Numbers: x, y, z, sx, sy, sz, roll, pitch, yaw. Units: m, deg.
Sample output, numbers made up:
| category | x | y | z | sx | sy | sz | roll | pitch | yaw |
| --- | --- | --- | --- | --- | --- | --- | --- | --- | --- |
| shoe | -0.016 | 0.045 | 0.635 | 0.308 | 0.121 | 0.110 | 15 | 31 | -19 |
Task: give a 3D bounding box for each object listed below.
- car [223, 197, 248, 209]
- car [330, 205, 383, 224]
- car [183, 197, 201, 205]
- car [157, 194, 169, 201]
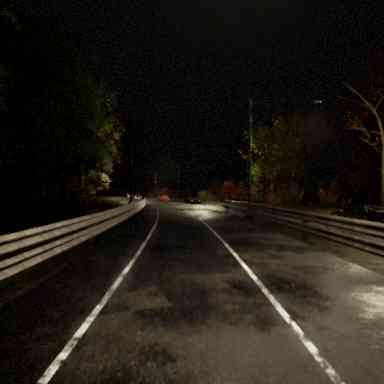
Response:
| category | x | y | z | sx | sy | sz | roll | pitch | yaw |
| --- | --- | --- | --- | --- | --- | --- | --- | --- | --- |
| car | 5.738 | 1.424 | 43.054 | 2.097 | 1.767 | 4.553 | 1 | 0 | -19 |
| car | 12.179 | 1.690 | 24.196 | 1.837 | 1.490 | 4.892 | 0 | 0 | -19 |
| car | -0.102 | 1.598 | 60.119 | 1.895 | 1.301 | 4.718 | 1 | 0 | -19 |
| car | -7.056 | 1.302 | 80.397 | 2.097 | 1.767 | 4.553 | 0 | 0 | -19 |
